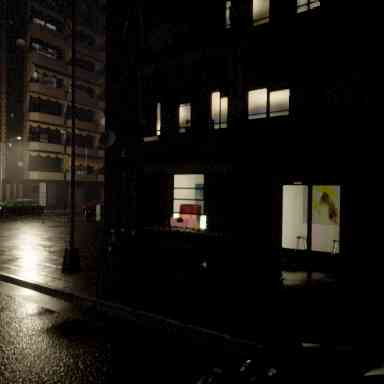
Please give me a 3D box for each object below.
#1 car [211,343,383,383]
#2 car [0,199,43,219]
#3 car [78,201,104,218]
[{"bbox_3d":[1.995,1.551,1.610,4.403,1.369,2.008,0,1,35],"label":"car"},{"bbox_3d":[-16.303,1.468,30.964,2.097,1.767,4.553,1,0,36],"label":"car"},{"bbox_3d":[-8.426,1.822,31.998,1.947,1.339,4.313,1,0,36],"label":"car"}]
